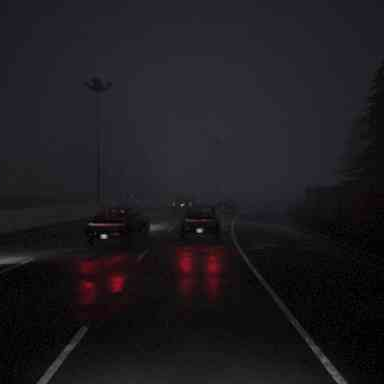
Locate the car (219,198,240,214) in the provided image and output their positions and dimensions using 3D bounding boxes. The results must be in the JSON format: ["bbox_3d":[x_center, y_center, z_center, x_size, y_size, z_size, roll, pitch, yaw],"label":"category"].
[{"bbox_3d":[3.674,1.317,33.919,1.882,1.535,5.008,0,0,16],"label":"car"}]

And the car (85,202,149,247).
[{"bbox_3d":[-3.133,1.421,14.748,2.128,1.511,4.902,0,0,3],"label":"car"}]

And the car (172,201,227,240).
[{"bbox_3d":[0.504,1.413,16.487,2.128,1.511,4.902,0,0,4],"label":"car"}]

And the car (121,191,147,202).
[{"bbox_3d":[-9.958,0.801,57.399,2.097,1.767,4.553,0,0,26],"label":"car"}]

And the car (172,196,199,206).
[{"bbox_3d":[-0.391,1.200,32.154,2.097,1.767,4.553,0,0,14],"label":"car"}]

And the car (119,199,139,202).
[{"bbox_3d":[-5.208,1.420,26.872,2.033,1.411,5.357,0,0,11],"label":"car"}]
